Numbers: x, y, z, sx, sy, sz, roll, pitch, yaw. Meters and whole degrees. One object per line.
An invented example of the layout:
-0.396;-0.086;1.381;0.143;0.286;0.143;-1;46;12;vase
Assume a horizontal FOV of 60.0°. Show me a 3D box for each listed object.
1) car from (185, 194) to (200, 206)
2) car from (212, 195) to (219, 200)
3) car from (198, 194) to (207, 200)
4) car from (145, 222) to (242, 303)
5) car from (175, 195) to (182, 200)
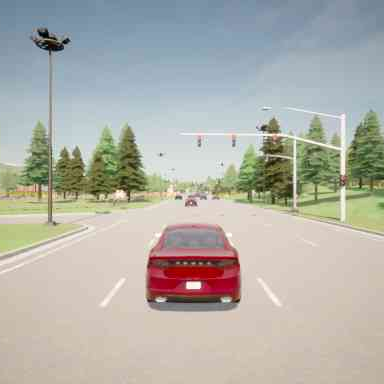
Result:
-0.151;1.525;52.877;1.812;1.442;4.674;0;0;0;car
6.728;1.525;94.344;2.128;1.511;4.902;0;0;0;car
3.228;1.524;94.334;1.812;1.442;4.674;0;0;0;car
0.039;1.478;8.275;1.882;1.535;5.008;0;0;0;car
-3.772;1.478;94.313;1.882;1.535;5.008;0;0;0;car
